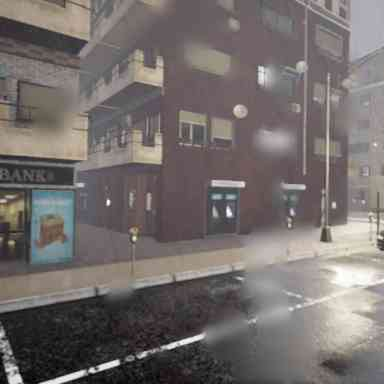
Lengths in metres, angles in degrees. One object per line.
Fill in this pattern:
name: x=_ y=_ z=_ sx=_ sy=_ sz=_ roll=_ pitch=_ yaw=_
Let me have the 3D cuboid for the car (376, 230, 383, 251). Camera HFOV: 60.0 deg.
car: x=8.900 y=1.625 z=12.973 sx=4.403 sy=1.369 sz=2.008 roll=0 pitch=1 yaw=-35
